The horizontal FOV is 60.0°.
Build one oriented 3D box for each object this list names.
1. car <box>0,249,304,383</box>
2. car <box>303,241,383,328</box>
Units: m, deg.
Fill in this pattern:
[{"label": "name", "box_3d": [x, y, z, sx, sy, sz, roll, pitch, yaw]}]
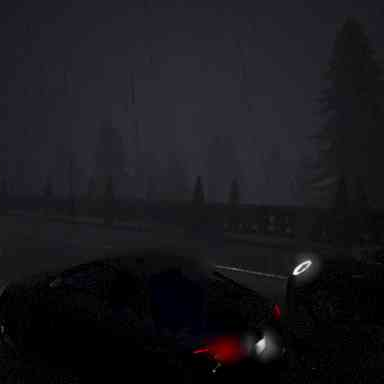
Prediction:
[{"label": "car", "box_3d": [-0.894, 1.529, 4.632, 4.181, 1.385, 1.994, 1, 1, 36]}, {"label": "car", "box_3d": [3.951, 1.353, 5.473, 4.553, 1.767, 2.097, 0, 0, 36]}]
